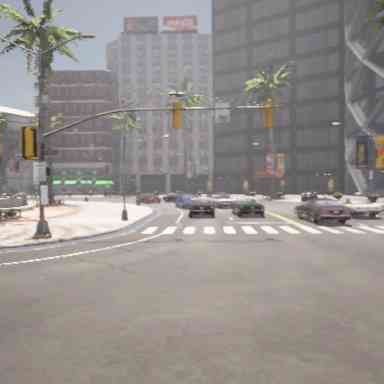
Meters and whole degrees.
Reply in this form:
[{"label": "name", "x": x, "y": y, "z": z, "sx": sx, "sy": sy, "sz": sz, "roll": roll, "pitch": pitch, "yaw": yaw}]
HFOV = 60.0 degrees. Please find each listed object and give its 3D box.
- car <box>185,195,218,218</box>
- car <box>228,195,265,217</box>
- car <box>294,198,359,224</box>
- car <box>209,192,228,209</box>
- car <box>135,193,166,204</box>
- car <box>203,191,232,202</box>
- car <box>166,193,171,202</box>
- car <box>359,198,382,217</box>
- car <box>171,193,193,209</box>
[{"label": "car", "x": 0.658, "y": 1.140, "z": 25.090, "sx": 1.895, "sy": 1.301, "sz": 4.718, "roll": -1, "pitch": 1, "yaw": 0}, {"label": "car", "x": 4.118, "y": 1.108, "z": 25.046, "sx": 1.895, "sy": 1.301, "sz": 4.718, "roll": -1, "pitch": 1, "yaw": -1}, {"label": "car", "x": 7.864, "y": 1.101, "z": 20.486, "sx": 2.033, "sy": 1.411, "sz": 5.357, "roll": -1, "pitch": 1, "yaw": 2}, {"label": "car", "x": 3.067, "y": 0.956, "z": 34.151, "sx": 1.895, "sy": 1.301, "sz": 4.718, "roll": -1, "pitch": 1, "yaw": -15}, {"label": "car", "x": -5.862, "y": 0.823, "z": 44.227, "sx": 1.994, "sy": 1.385, "sz": 4.181, "roll": -1, "pitch": 1, "yaw": -39}, {"label": "car", "x": 3.698, "y": 0.648, "z": 48.993, "sx": 1.994, "sy": 1.385, "sz": 4.181, "roll": -1, "pitch": 1, "yaw": -35}, {"label": "car", "x": -2.029, "y": 0.812, "z": 44.918, "sx": 1.895, "sy": 1.301, "sz": 4.718, "roll": -1, "pitch": 1, "yaw": -35}, {"label": "car", "x": 11.398, "y": 1.060, "z": 23.909, "sx": 1.895, "sy": 1.301, "sz": 4.718, "roll": -1, "pitch": 1, "yaw": -1}, {"label": "car", "x": -0.486, "y": 0.918, "z": 33.934, "sx": 1.812, "sy": 1.442, "sz": 4.674, "roll": -1, "pitch": 1, "yaw": -16}]
